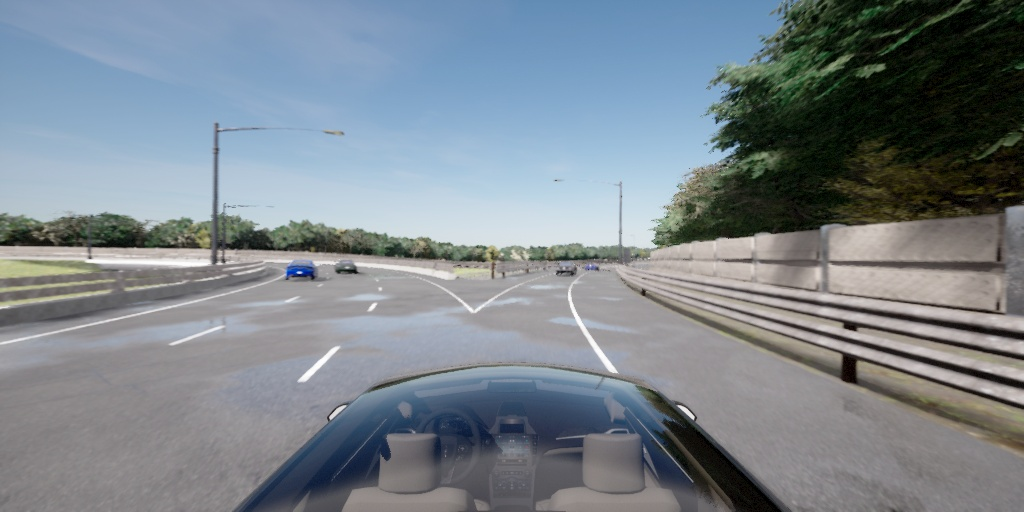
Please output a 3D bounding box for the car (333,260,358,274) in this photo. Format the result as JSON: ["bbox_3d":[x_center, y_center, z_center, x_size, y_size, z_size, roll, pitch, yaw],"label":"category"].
[{"bbox_3d":[-17.381,1.088,37.429,1.994,1.385,4.181,1,0,-30],"label":"car"}]

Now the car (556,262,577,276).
[{"bbox_3d":[5.927,1.337,38.849,2.033,1.411,5.357,1,0,15],"label":"car"}]

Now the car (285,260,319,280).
[{"bbox_3d":[-16.310,1.025,27.979,1.882,1.535,5.008,1,0,-25],"label":"car"}]
